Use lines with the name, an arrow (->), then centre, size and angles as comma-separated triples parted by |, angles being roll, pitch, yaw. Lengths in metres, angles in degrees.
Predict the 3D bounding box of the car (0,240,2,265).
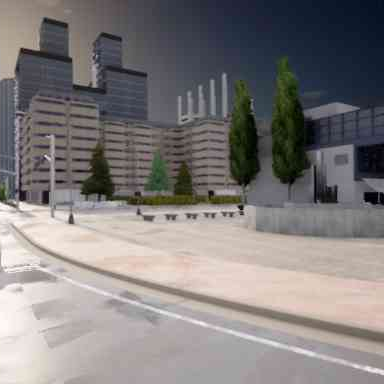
car -> -7.742, 1.642, 11.235 | 1.837, 1.490, 4.892 | 0, 0, -38
